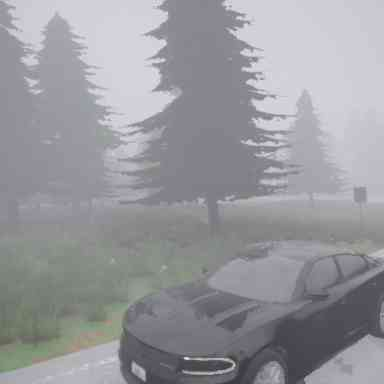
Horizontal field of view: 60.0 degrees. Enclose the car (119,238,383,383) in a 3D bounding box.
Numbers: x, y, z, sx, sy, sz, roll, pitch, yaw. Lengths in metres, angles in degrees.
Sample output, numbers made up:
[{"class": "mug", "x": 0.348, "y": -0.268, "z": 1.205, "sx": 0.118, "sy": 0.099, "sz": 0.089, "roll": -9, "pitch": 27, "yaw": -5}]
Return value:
[{"class": "car", "x": 1.347, "y": 1.535, "z": 4.978, "sx": 5.008, "sy": 1.535, "sz": 1.882, "roll": 0, "pitch": -1, "yaw": -41}]
